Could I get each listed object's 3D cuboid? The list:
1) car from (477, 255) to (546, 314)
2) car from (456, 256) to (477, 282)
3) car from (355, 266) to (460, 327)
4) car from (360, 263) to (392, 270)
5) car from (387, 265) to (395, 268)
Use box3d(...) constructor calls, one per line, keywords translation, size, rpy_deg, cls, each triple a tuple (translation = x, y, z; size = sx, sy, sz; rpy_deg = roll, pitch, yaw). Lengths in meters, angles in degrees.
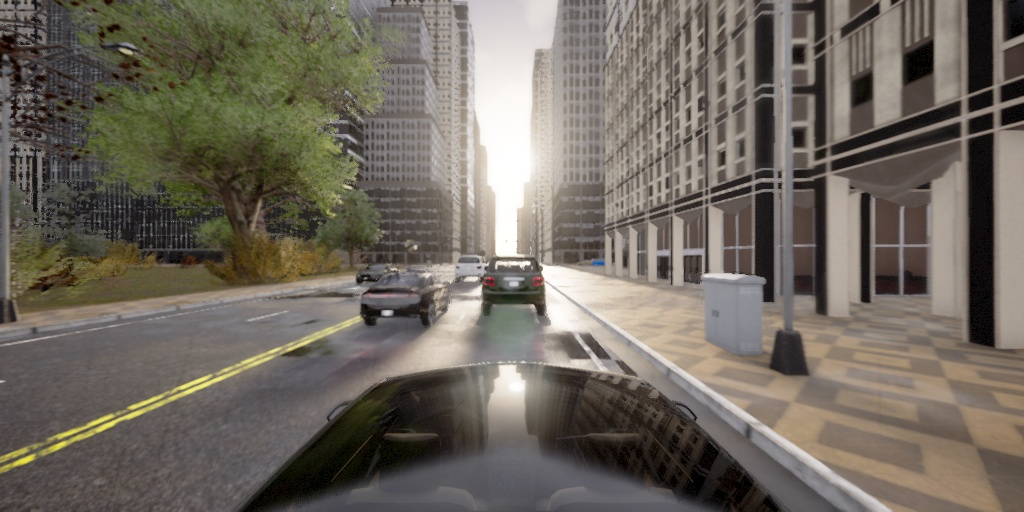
box3d(translation=(0.072, 0.975, 13.847), size=(2.150, 2.045, 5.566), rpy_deg=(0, 0, 0), cls="car")
box3d(translation=(-3.187, 1.004, 29.000), size=(2.150, 2.045, 5.566), rpy_deg=(0, 0, 0), cls="car")
box3d(translation=(-3.182, 1.244, 11.537), size=(2.128, 1.511, 4.902), rpy_deg=(0, 0, 0), cls="car")
box3d(translation=(-9.864, 1.283, 26.570), size=(1.837, 1.490, 4.892), rpy_deg=(0, -1, 0), cls="car")
box3d(translation=(-6.617, 1.373, 24.347), size=(1.895, 1.301, 4.718), rpy_deg=(0, 0, 0), cls="car")
